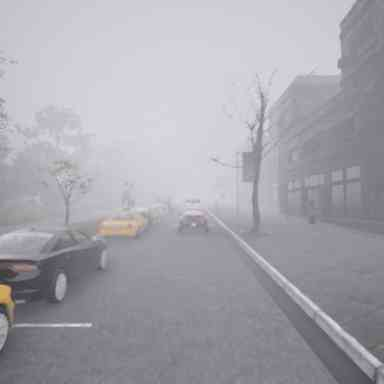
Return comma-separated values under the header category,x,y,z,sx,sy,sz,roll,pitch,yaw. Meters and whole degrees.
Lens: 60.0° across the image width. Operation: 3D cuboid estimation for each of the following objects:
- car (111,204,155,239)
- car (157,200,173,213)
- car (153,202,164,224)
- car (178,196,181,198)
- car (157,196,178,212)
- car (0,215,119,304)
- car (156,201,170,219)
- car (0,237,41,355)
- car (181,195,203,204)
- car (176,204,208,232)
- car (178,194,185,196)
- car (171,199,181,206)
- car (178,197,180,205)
category,x,y,z,sx,sy,sz,roll,pitch,yaw
car,-3.642,1.722,18.773,1.946,1.575,5.366,0,-1,2
car,-3.648,1.928,36.251,2.097,1.535,5.008,0,-1,2
car,-3.650,1.815,25.154,2.097,1.535,5.008,0,0,2
car,-3.639,2.247,69.708,1.946,1.575,5.366,0,0,2
car,-3.647,1.757,45.207,2.435,2.045,5.566,0,-1,2
car,-3.651,1.601,8.521,2.097,1.535,5.008,0,-1,2
car,-3.649,1.882,30.710,2.231,1.521,4.892,0,-1,2
car,-3.651,1.524,2.974,2.097,1.535,5.008,0,0,2
car,0.104,1.690,39.469,2.150,2.045,5.566,0,0,0
car,0.102,1.789,22.033,1.812,1.442,4.674,0,-1,0
car,-3.622,2.080,89.105,2.185,1.767,4.553,2,1,2
car,-3.646,2.334,75.845,2.002,1.452,4.674,0,0,2
car,-3.649,1.969,52.859,2.185,1.767,4.553,0,0,2
